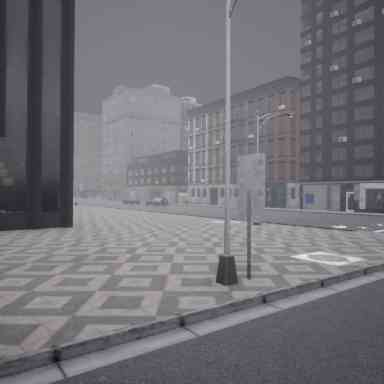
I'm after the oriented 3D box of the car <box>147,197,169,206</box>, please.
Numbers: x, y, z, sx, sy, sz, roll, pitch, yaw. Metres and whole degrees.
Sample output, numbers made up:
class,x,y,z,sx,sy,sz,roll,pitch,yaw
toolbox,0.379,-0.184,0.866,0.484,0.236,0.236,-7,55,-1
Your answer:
class,x,y,z,sx,sy,sz,roll,pitch,yaw
car,-6.228,1.636,60.361,1.837,1.490,4.892,1,-1,-36

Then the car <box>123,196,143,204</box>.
class,x,y,z,sx,sy,sz,roll,pitch,yaw
car,-12.319,1.639,68.853,2.128,1.511,4.902,1,0,-36

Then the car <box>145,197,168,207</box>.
class,x,y,z,sx,sy,sz,roll,pitch,yaw
car,-5.938,1.624,54.267,1.812,1.442,4.674,1,0,-36

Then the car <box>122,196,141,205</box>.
class,x,y,z,sx,sy,sz,roll,pitch,yaw
car,-11.388,1.713,61.806,1.895,1.301,4.718,1,0,-36
